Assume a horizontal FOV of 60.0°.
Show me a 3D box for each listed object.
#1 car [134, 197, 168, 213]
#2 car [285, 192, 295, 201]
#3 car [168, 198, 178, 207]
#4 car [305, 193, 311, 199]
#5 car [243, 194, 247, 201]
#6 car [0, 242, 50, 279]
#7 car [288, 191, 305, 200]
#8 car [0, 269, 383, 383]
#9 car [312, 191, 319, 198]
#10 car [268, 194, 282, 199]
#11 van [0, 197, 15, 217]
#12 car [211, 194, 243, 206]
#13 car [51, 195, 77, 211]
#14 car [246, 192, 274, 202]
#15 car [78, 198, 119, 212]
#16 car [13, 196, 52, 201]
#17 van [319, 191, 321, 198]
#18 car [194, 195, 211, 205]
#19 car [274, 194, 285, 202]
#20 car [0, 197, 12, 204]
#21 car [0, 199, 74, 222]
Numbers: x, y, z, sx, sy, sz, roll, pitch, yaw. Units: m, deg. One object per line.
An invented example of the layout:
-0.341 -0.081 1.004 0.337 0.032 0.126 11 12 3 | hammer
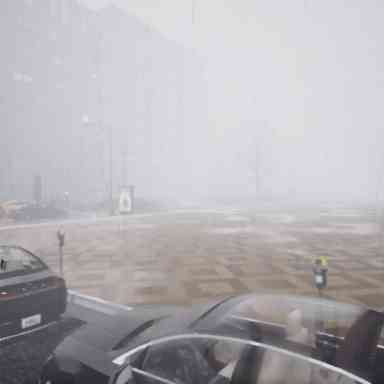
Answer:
-4.763 1.227 33.366 1.967 1.590 4.097 -1 0 36 | car
17.917 1.088 64.714 1.802 1.307 4.206 -1 0 36 | car
-3.934 1.413 44.389 1.895 1.301 4.718 -1 0 36 | car
24.397 0.981 73.671 2.008 1.369 4.403 -1 0 36 | car
11.128 1.086 69.627 1.967 1.590 4.097 -1 0 36 | car
-4.007 1.565 5.902 4.403 1.369 2.008 0 -1 35 | car
21.154 0.783 69.193 2.192 1.841 5.009 -1 0 36 | car
0.529 1.553 2.670 4.403 1.369 2.008 0 -1 35 | car
27.637 0.974 78.150 1.802 1.307 4.206 -1 0 36 | car
20.849 1.098 83.062 1.947 1.339 4.313 -1 0 36 | car
-18.033 1.352 29.322 1.690 1.788 3.998 -1 0 36 | van
4.956 1.103 46.801 1.967 1.590 4.097 -1 0 36 | car
-14.793 1.284 33.800 2.192 1.841 5.009 -1 0 36 | car
11.437 1.135 55.758 2.008 1.369 4.403 -1 0 36 | car
-9.640 1.412 36.506 1.812 1.442 4.674 -1 0 36 | car
-15.203 1.436 28.809 1.882 1.535 5.008 -1 0 37 | car
30.874 0.697 82.628 1.690 1.788 3.998 -1 0 36 | van
2.235 1.227 52.831 2.128 1.511 4.902 -1 0 37 | car
14.677 1.090 60.236 1.887 1.381 4.507 -1 0 36 | car
-15.838 1.170 22.809 2.150 2.045 5.566 -2 -1 34 | car
-11.242 1.454 24.408 1.802 1.307 4.206 -1 0 36 | car
